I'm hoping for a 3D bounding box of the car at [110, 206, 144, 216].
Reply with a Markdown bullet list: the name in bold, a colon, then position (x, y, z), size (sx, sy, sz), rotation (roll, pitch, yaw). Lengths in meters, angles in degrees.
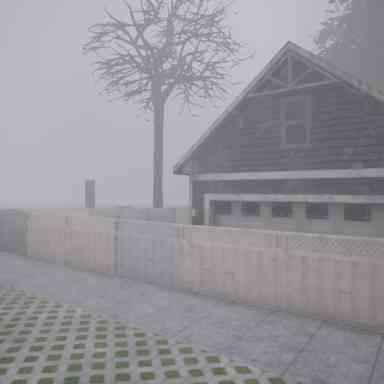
- **car**: position (-6.419, 1.894, 28.953), size (1.895, 1.301, 4.718), rotation (0, -1, 35)
